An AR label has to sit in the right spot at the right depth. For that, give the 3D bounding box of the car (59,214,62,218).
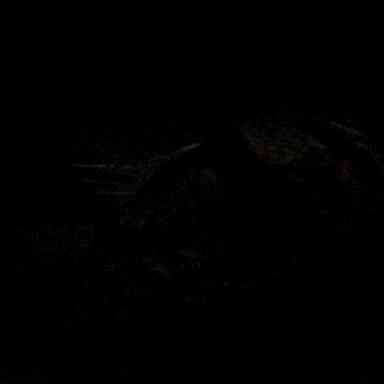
[{"bbox_3d":[-33.453,6.114,87.716,3.633,1.501,1.845,-3,-3,41],"label":"car"}]

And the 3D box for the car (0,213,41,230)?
[{"bbox_3d":[-18.101,3.366,34.028,1.905,1.878,3.866,-3,-3,41],"label":"car"}]

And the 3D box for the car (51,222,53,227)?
[{"bbox_3d":[-19.543,3.879,40.996,2.242,1.667,4.611,-3,-3,41],"label":"car"}]
